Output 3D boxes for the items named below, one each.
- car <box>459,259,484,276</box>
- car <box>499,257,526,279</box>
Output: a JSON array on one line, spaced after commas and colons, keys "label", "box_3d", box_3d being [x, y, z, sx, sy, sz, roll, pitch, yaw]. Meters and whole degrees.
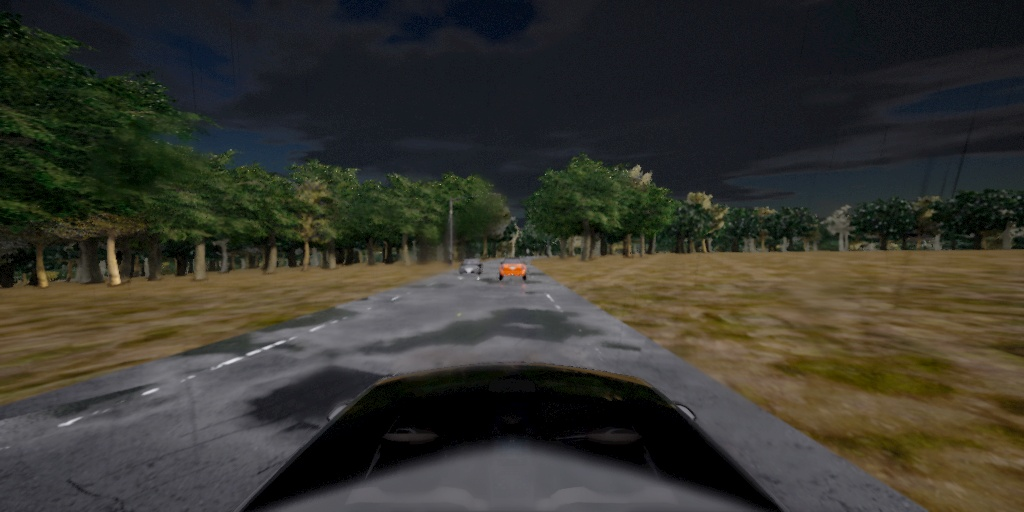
[{"label": "car", "box_3d": [-3.607, 0.989, 32.449, 2.128, 1.511, 4.902, 0, 1, 0]}, {"label": "car", "box_3d": [0.083, 0.888, 29.071, 2.097, 1.767, 4.553, 0, 1, 1]}]
